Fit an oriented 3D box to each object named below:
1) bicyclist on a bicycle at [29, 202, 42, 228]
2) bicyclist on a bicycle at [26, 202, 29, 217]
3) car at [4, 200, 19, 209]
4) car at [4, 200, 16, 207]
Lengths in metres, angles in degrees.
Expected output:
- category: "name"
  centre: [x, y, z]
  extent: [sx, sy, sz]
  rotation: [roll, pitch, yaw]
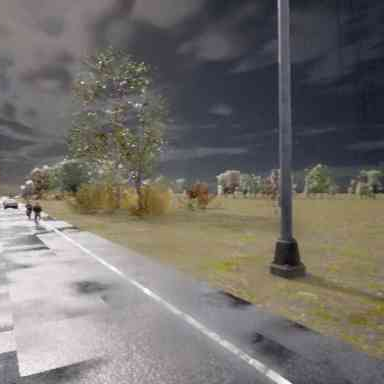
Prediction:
- category: "bicyclist on a bicycle"
  centre: [-10.750, 1.577, 23.149]
  extent: [0.659, 1.776, 1.843]
  rotation: [-1, 0, -30]
- category: "bicyclist on a bicycle"
  centre: [-15.094, 1.739, 30.811]
  extent: [0.582, 1.620, 1.656]
  rotation: [-1, -1, -30]
- category: "car"
  centre: [-30.050, 2.120, 55.433]
  extent: [1.994, 1.385, 4.181]
  rotation: [-1, 0, -30]
- category: "car"
  centre: [-35.612, 2.255, 65.035]
  extent: [1.895, 1.301, 4.718]
  rotation: [-1, 0, -30]
